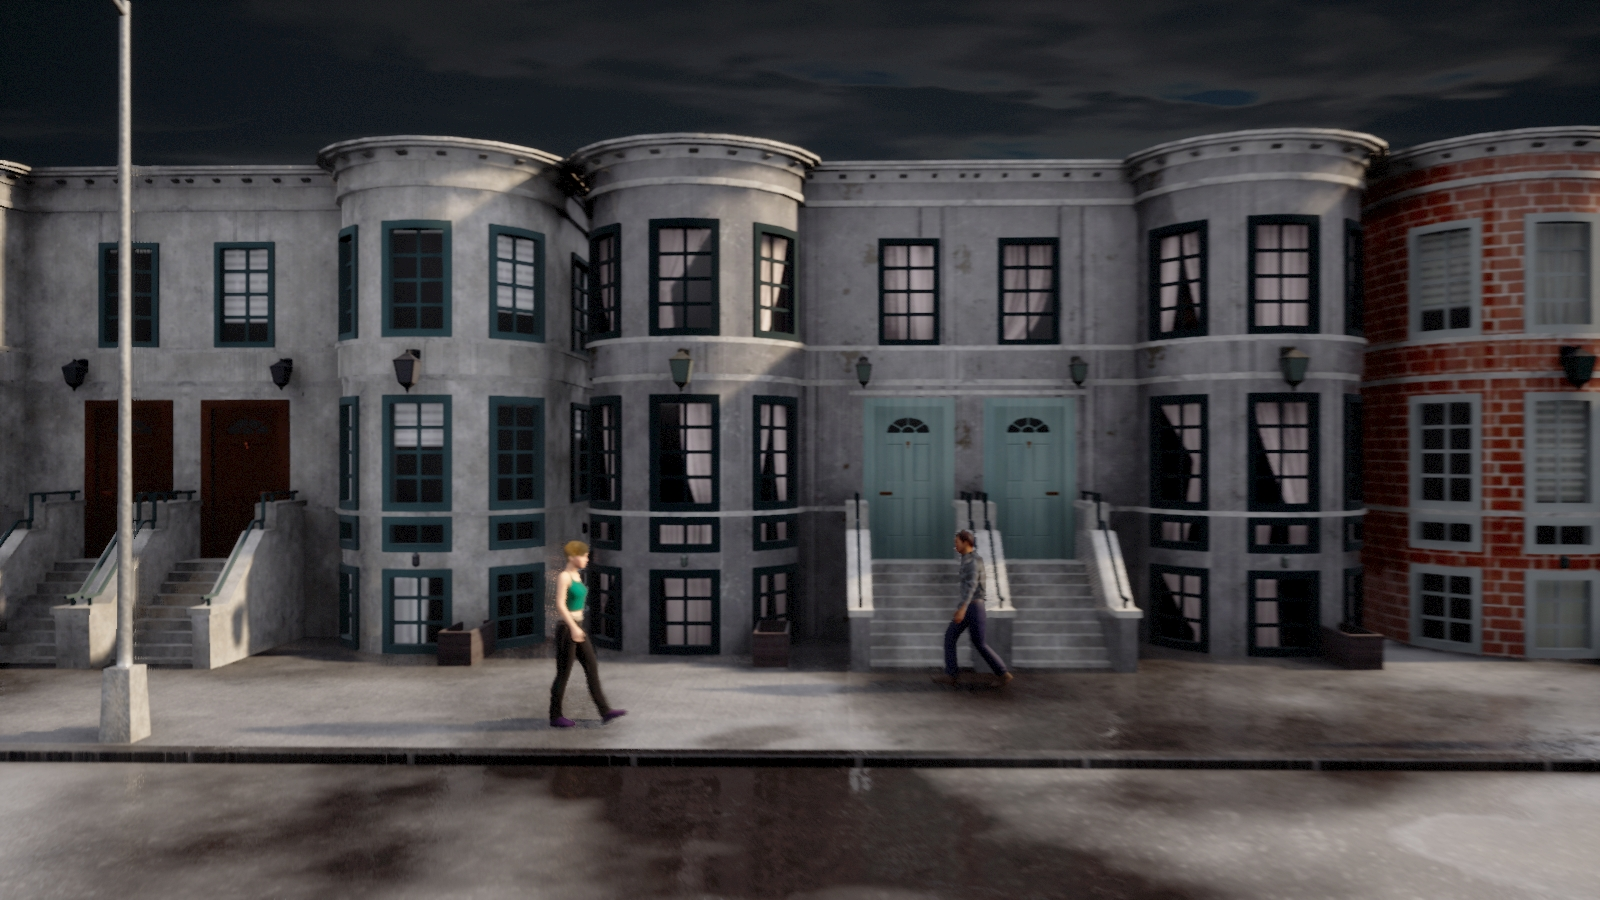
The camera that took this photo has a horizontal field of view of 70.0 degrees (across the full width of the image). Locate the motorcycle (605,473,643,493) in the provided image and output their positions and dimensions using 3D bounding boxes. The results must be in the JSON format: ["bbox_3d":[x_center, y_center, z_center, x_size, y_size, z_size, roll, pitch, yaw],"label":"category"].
[{"bbox_3d":[-10.933,2.042,70.931,2.209,1.251,0.867,0,0,1],"label":"motorcycle"}]

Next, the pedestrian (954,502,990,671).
[{"bbox_3d":[1.942,1.532,12.914,0.375,1.860,0.375,0,0,4],"label":"pedestrian"}]

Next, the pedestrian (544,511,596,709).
[{"bbox_3d":[-2.227,1.534,11.084,0.375,1.860,0.375,0,0,11],"label":"pedestrian"}]
